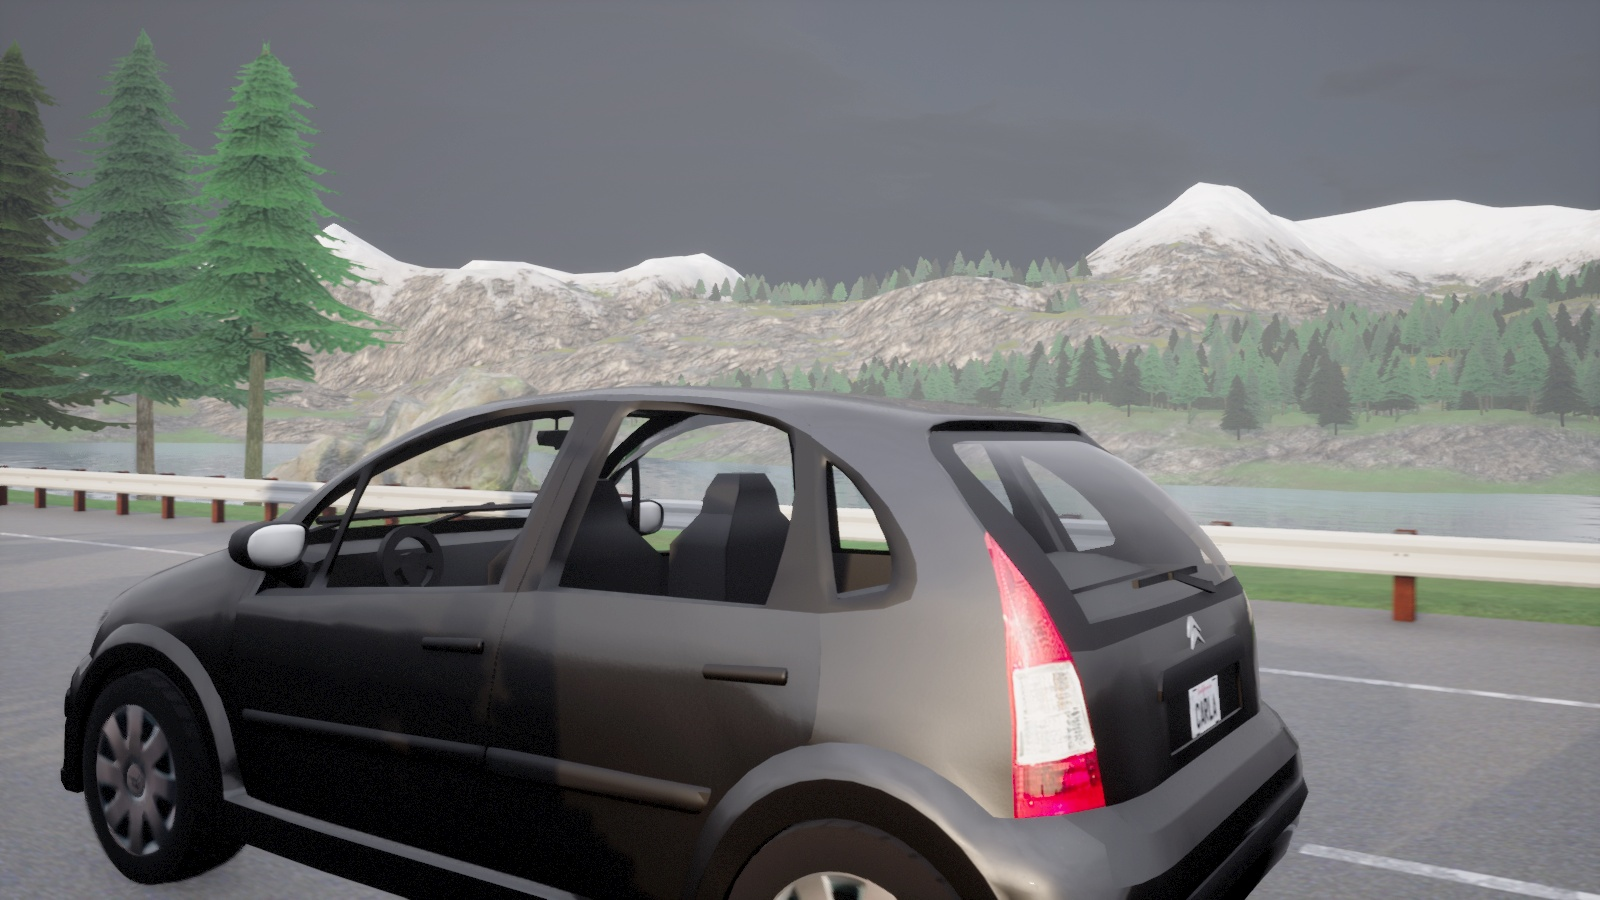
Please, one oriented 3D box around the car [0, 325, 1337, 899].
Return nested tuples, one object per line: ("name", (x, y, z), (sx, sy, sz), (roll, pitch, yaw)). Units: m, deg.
("car", (-0.598, 0.580, 4.020), (3.988, 1.617, 1.851), (0, 1, 34))
